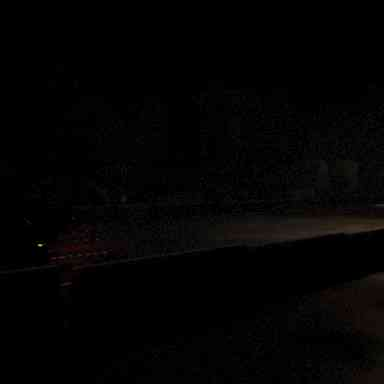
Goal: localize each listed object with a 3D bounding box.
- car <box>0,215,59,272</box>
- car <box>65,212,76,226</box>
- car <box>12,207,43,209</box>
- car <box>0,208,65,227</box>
[{"bbox_3d":[-6.051,1.526,8.274,4.674,1.442,1.812,0,0,-36],"label":"car"},{"bbox_3d":[-9.436,1.544,18.760,5.357,1.411,2.033,0,0,-36],"label":"car"},{"bbox_3d":[-9.360,1.505,14.512,4.892,1.490,1.837,0,0,-36],"label":"car"},{"bbox_3d":[-7.326,1.505,11.664,4.892,1.490,1.837,0,0,-36],"label":"car"}]
